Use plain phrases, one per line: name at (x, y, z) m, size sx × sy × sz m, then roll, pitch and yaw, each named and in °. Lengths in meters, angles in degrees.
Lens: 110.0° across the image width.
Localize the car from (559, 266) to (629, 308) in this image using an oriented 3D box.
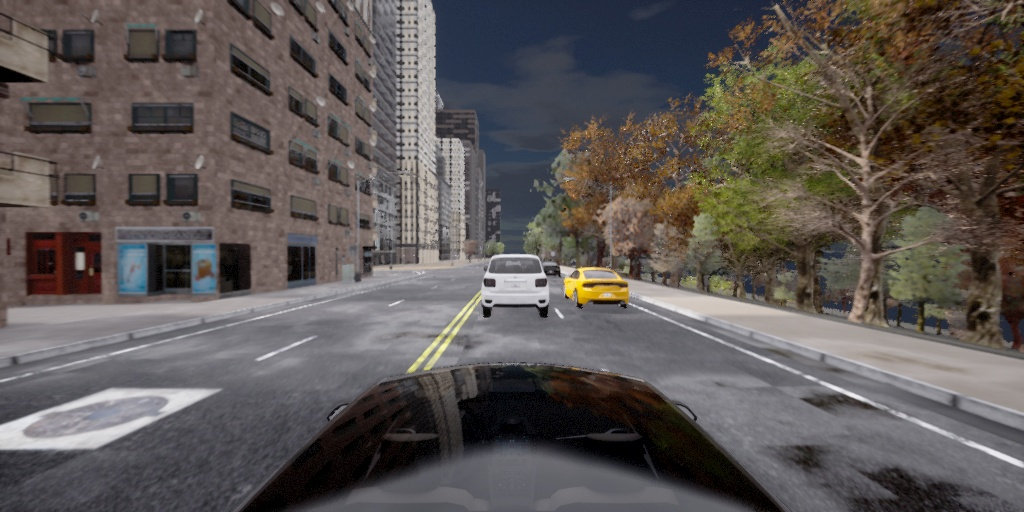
car at (3.353, 1.214, 15.063) m, size 1.882 × 1.535 × 5.008 m, roll 0°, pitch 0°, yaw 0°

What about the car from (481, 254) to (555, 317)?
car at (0.102, 0.960, 13.310) m, size 2.150 × 2.045 × 5.566 m, roll 0°, pitch 0°, yaw 0°

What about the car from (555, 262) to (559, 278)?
car at (3.355, 1.196, 33.419) m, size 1.882 × 1.535 × 5.008 m, roll 0°, pitch 0°, yaw 0°
